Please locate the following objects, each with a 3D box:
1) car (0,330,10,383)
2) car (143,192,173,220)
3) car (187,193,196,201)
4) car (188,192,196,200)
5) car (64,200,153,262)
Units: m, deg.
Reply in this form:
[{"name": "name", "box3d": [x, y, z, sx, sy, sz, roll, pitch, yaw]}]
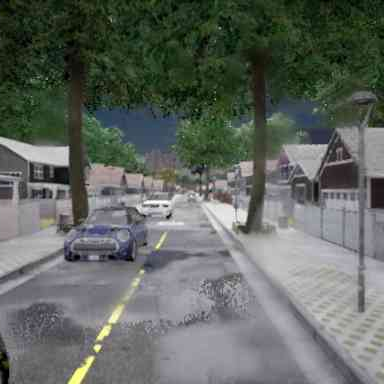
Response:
[{"name": "car", "box3d": [-2.848, 1.558, 1.694, 1.994, 1.385, 4.181, 0, 0, 0]}, {"name": "car", "box3d": [-2.755, 1.038, 27.489, 2.150, 2.045, 5.566, 0, 0, 0]}, {"name": "car", "box3d": [-0.016, 1.342, 71.751, 1.895, 1.301, 4.718, 0, 0, 0]}, {"name": "car", "box3d": [-0.017, 0.969, 81.692, 2.097, 1.767, 4.553, 0, 0, 0]}, {"name": "car", "box3d": [-2.842, 1.311, 11.909, 2.097, 1.767, 4.553, 0, 0, 0]}]
